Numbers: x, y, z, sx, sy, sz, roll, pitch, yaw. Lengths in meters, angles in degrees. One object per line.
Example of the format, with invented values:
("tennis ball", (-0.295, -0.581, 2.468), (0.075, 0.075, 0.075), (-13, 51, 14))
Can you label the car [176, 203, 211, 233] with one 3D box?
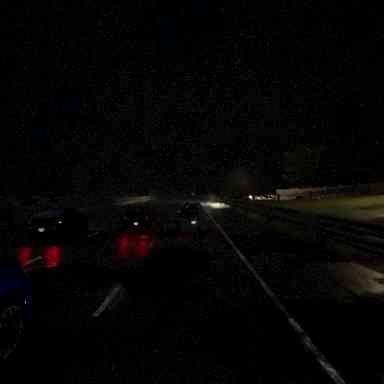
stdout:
("car", (0.098, 1.587, 19.663), (1.994, 1.385, 4.181), (0, 0, 0))

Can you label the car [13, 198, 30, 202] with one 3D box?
("car", (-24.578, 1.580, 48.486), (2.128, 1.511, 4.902), (0, 0, 0))

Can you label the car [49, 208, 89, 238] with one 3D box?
("car", (-6.902, 1.546, 17.548), (1.812, 1.442, 4.674), (0, 0, 0))

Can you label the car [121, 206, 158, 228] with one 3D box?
("car", (-3.402, 1.628, 22.435), (1.895, 1.301, 4.718), (0, 0, 0))

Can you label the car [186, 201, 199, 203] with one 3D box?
("car", (0.096, 1.661, 38.538), (1.895, 1.301, 4.718), (0, 0, 0))

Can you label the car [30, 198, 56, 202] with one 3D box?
("car", (-21.082, 1.613, 48.088), (1.812, 1.442, 4.674), (0, 0, 0))

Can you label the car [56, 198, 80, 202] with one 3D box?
("car", (-17.584, 1.593, 48.499), (1.837, 1.490, 4.892), (0, 0, 0))

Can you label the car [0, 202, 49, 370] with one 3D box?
("car", (-3.400, 1.225, 2.546), (2.150, 2.045, 5.566), (0, 0, 0))
